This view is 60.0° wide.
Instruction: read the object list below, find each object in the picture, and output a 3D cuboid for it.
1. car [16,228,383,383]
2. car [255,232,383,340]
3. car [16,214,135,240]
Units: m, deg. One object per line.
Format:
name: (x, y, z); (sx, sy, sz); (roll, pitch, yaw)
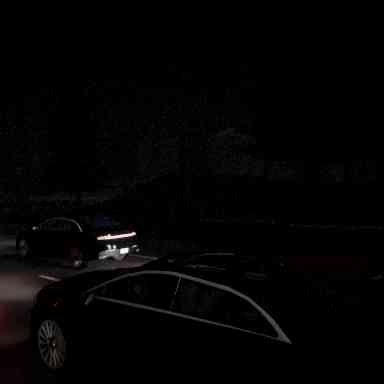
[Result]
car: (-0.021, 1.490, 4.002); (4.902, 1.511, 2.128); (0, 0, 35)
car: (3.656, 1.601, 5.683); (4.718, 1.301, 1.895); (0, 0, 36)
car: (-3.925, 1.478, 11.001); (4.902, 1.511, 2.128); (0, 0, 36)
